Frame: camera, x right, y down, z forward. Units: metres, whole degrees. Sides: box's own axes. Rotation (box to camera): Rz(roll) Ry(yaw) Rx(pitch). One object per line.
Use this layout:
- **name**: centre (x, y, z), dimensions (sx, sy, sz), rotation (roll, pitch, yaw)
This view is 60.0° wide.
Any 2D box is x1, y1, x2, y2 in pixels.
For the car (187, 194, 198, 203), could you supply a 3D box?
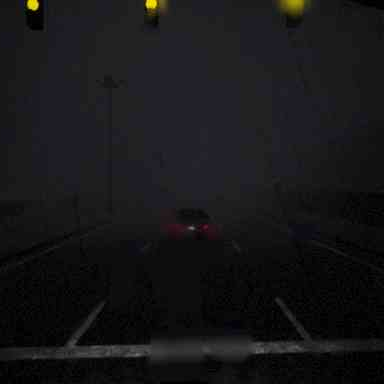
- **car**: centre (0.092, 1.046, 56.500), dimensions (1.837, 1.490, 4.892), rotation (0, 0, 0)

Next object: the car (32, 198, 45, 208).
- **car**: centre (-18.579, 1.294, 37.769), dimensions (1.895, 1.301, 4.718), rotation (0, 0, 0)

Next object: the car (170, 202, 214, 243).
- **car**: centre (-0.016, 1.423, 15.231), dimensions (2.033, 1.411, 5.357), rotation (0, 0, 0)

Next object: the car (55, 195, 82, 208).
- **car**: centre (-15.072, 1.160, 40.728), dimensions (2.128, 1.511, 4.902), rotation (0, 1, 1)

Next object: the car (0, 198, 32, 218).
- **car**: centre (-15.111, 1.335, 26.111), dimensions (2.033, 1.411, 5.357), rotation (0, 0, 0)

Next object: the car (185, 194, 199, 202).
- **car**: centre (0.035, 1.117, 46.165), dimensions (2.128, 1.511, 4.902), rotation (0, 0, 0)

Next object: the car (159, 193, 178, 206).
- **car**: centre (-3.465, 1.172, 46.218), dimensions (2.033, 1.411, 5.357), rotation (0, 0, 0)

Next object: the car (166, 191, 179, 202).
- **car**: centre (-3.408, 0.762, 56.545), dimensions (2.150, 2.045, 5.566), rotation (0, 0, 0)

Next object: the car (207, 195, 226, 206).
- **car**: centre (3.534, 1.104, 46.065), dimensions (1.882, 1.535, 5.008), rotation (0, 0, 0)

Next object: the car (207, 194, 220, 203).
- **car**: centre (3.592, 1.105, 56.484), dimensions (1.994, 1.385, 4.181), rotation (0, 0, 0)
